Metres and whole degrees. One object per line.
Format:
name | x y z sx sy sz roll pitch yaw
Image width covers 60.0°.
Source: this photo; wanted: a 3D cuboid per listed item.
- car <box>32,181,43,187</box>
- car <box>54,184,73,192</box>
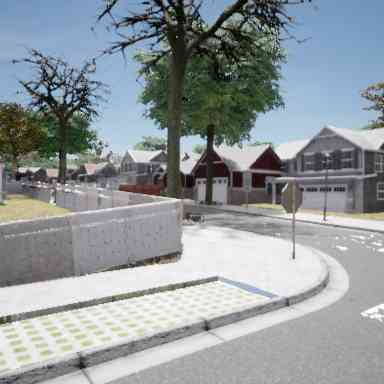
car | -35.715 -1.797 77.145 1.895 1.301 4.718 1 2 -35
car | -18.230 -0.491 46.955 1.812 1.442 4.674 1 2 -35
